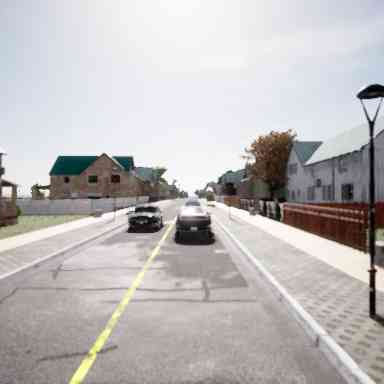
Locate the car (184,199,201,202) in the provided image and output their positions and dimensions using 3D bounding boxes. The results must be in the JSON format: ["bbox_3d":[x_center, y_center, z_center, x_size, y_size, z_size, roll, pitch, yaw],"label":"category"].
[{"bbox_3d":[0.076,1.556,41.068,1.882,1.535,5.008,0,0,0],"label":"car"}]

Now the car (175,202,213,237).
[{"bbox_3d":[0.090,1.510,18.093,2.128,1.511,4.902,0,0,0],"label":"car"}]

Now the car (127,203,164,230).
[{"bbox_3d":[-2.860,1.527,21.274,1.837,1.490,4.892,0,0,0],"label":"car"}]
